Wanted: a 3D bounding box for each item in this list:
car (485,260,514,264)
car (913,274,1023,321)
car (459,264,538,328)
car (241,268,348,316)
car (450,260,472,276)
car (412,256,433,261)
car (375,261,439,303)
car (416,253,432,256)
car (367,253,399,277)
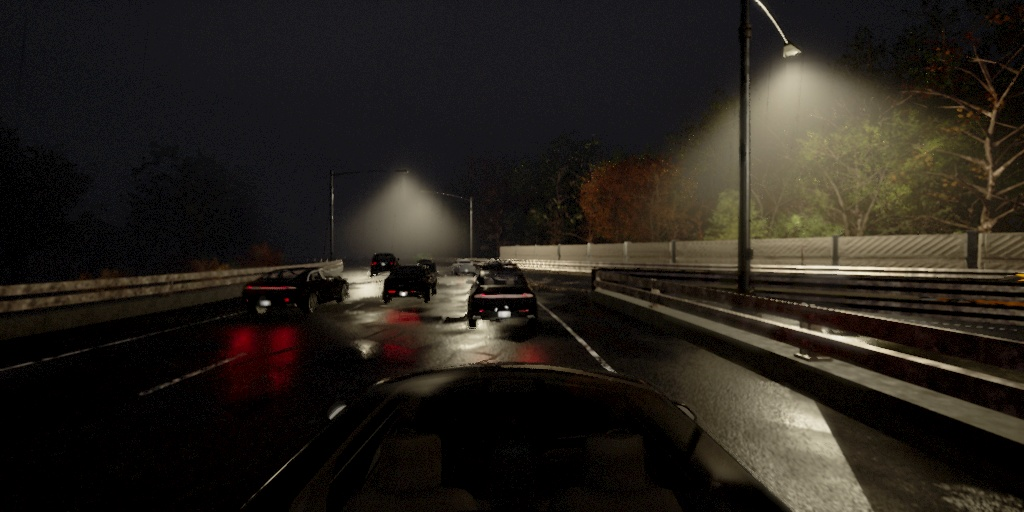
[{"bbox_3d":[-1.235,1.045,30.719,2.128,1.511,4.902,0,1,-31],"label":"car"},{"bbox_3d":[15.024,1.207,10.100,5.008,1.535,1.882,-1,-1,45],"label":"car"},{"bbox_3d":[-0.386,1.178,11.108,2.128,1.511,4.902,0,0,-5],"label":"car"},{"bbox_3d":[-7.600,1.166,13.077,2.128,1.511,4.902,0,0,-6],"label":"car"},{"bbox_3d":[-4.667,1.058,33.928,1.812,1.442,4.674,0,0,-16],"label":"car"},{"bbox_3d":[-8.053,1.044,33.074,1.837,1.490,4.892,0,0,-16],"label":"car"},{"bbox_3d":[-4.437,1.158,16.049,1.837,1.490,4.892,0,0,-7],"label":"car"},{"bbox_3d":[-14.178,0.596,56.794,2.150,2.045,5.566,0,0,-29],"label":"car"},{"bbox_3d":[-11.413,0.767,32.254,2.150,2.045,5.566,0,0,-16],"label":"car"}]
